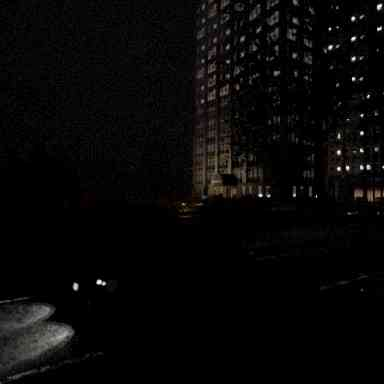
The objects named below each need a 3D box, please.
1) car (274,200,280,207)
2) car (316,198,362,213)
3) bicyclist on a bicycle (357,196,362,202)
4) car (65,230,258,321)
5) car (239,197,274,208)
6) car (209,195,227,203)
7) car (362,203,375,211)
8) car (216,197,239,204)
[{"bbox_3d":[10.517,1.420,48.021,2.128,1.511,4.902,1,0,-34],"label":"car"},{"bbox_3d":[15.019,1.406,35.472,1.837,1.490,4.892,1,0,-34],"label":"car"},{"bbox_3d":[23.889,1.397,47.577,1.656,1.620,0.582,1,0,-34],"label":"bicyclist on a bicycle"},{"bbox_3d":[-0.525,1.565,7.307,4.181,1.385,1.994,0,0,-36],"label":"car"},{"bbox_3d":[8.321,1.376,45.466,2.128,1.511,4.902,1,-1,-34],"label":"car"},{"bbox_3d":[4.194,1.305,63.468,2.097,1.767,4.553,1,0,-34],"label":"car"},{"bbox_3d":[17.629,1.495,37.412,2.033,1.411,5.357,1,0,-34],"label":"car"},{"bbox_3d":[6.856,1.601,65.327,1.895,1.301,4.718,1,0,-34],"label":"car"}]
